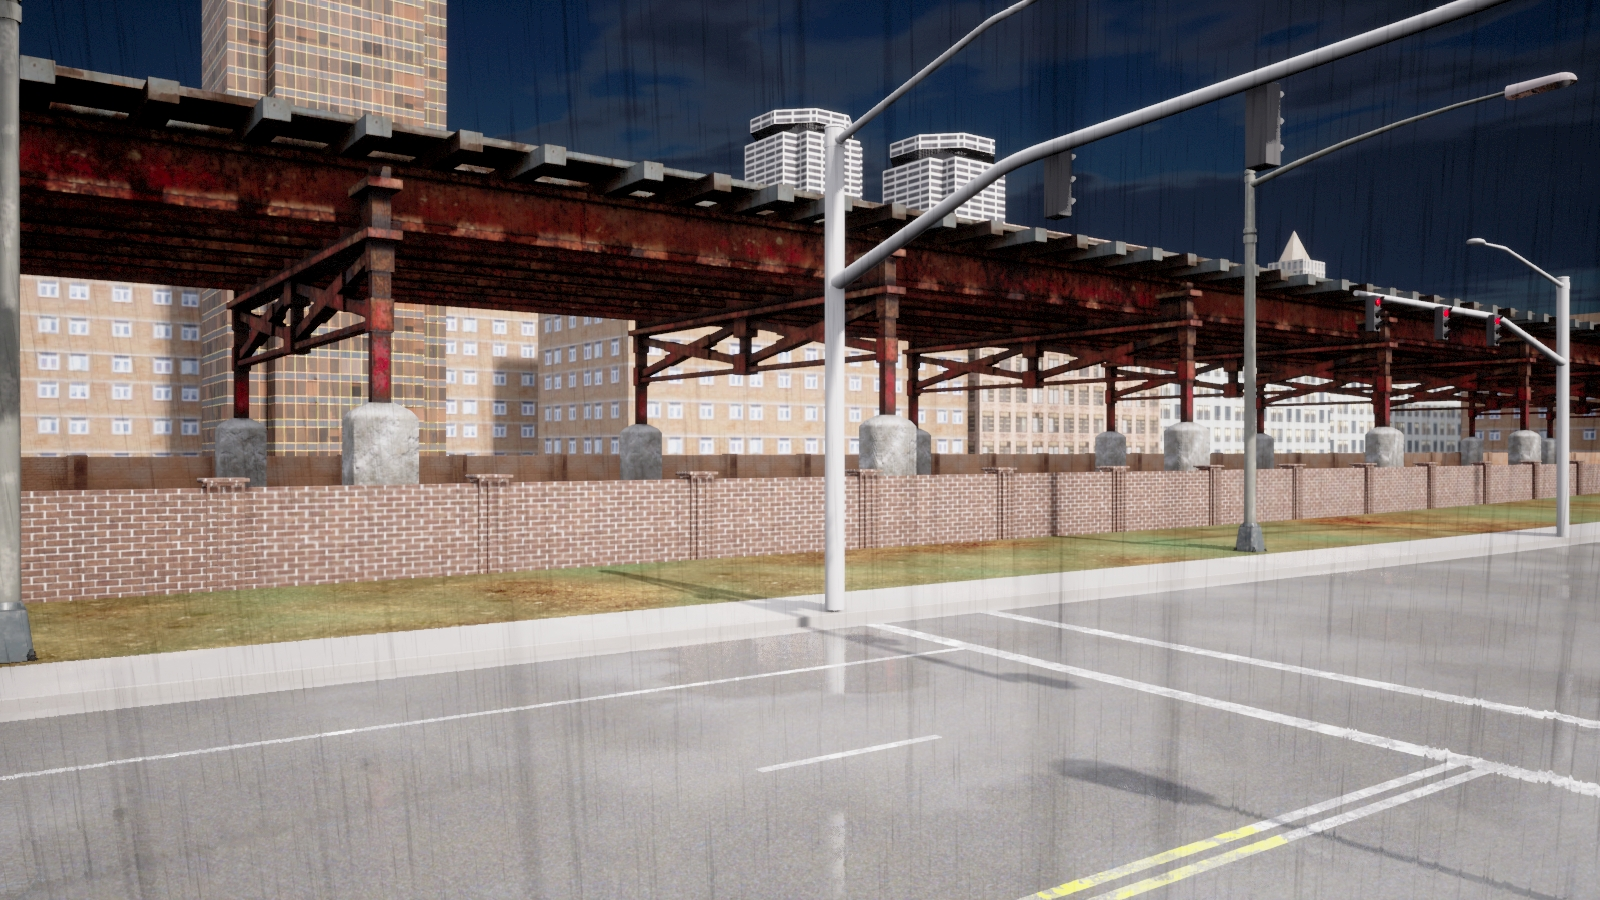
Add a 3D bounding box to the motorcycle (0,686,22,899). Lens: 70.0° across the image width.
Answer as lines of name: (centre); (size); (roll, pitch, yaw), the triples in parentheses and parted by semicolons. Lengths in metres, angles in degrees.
motorcycle: (-5.512, 2.129, 6.356); (0.856, 1.341, 1.805); (0, 0, 41)
